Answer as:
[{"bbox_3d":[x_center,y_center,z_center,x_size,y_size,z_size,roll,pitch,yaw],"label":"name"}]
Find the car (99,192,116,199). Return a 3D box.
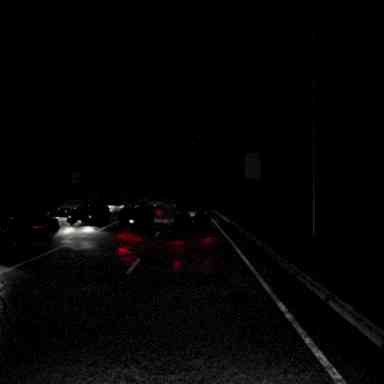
[{"bbox_3d":[-12.792,1.003,50.818,2.150,2.045,5.566,0,1,-9],"label":"car"}]

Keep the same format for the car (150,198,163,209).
[{"bbox_3d":[-4.620,1.361,41.933,1.895,1.301,4.718,0,0,-5],"label":"car"}]

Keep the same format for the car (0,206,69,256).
[{"bbox_3d":[-7.049,1.511,13.223,2.033,1.411,5.357,0,0,1],"label":"car"}]

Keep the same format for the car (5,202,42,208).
[{"bbox_3d":[-10.596,1.418,20.682,2.128,1.511,4.902,0,0,-1],"label":"car"}]

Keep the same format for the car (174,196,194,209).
[{"bbox_3d":[-1.070,1.258,41.307,2.128,1.511,4.902,0,0,-5],"label":"car"}]

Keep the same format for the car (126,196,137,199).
[{"bbox_3d":[-9.332,1.330,51.349,1.895,1.301,4.718,0,1,-9],"label":"car"}]

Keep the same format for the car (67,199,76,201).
[{"bbox_3d":[-10.914,1.379,30.905,1.812,1.442,4.674,0,0,-2],"label":"car"}]

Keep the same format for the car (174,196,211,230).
[{"bbox_3d":[-0.021,1.279,20.522,2.097,1.767,4.553,0,0,-1],"label":"car"}]

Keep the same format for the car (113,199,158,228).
[{"bbox_3d":[-3.539,1.426,21.649,1.837,1.490,4.892,0,0,-1],"label":"car"}]

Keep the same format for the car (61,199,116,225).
[{"bbox_3d":[-7.161,1.455,23.654,2.033,1.411,5.357,0,0,-1],"label":"car"}]
